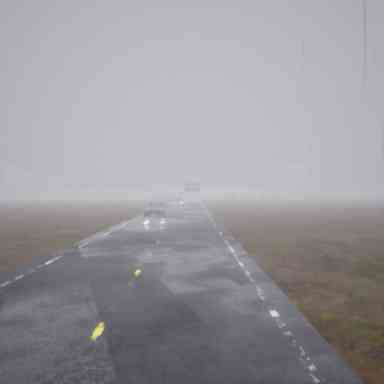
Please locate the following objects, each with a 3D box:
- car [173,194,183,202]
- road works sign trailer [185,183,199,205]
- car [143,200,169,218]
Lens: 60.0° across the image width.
[{"bbox_3d":[-2.963,1.254,69.729,1.812,1.442,4.674,0,0,0],"label":"car"},{"bbox_3d":[0.029,0.265,54.498,2.380,3.560,2.880,0,0,0],"label":"road works sign trailer"},{"bbox_3d":[-3.082,1.437,29.550,2.033,1.411,5.357,0,0,0],"label":"car"}]
